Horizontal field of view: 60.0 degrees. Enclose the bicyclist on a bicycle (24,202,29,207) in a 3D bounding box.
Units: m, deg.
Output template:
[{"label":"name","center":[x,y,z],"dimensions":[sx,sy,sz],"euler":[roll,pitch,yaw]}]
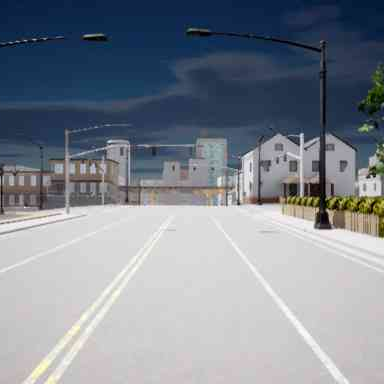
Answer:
[{"label":"bicyclist on a bicycle","center":[-25.645,2.436,51.573],"dimensions":[0.582,1.620,1.656],"euler":[-8,0,0]}]
